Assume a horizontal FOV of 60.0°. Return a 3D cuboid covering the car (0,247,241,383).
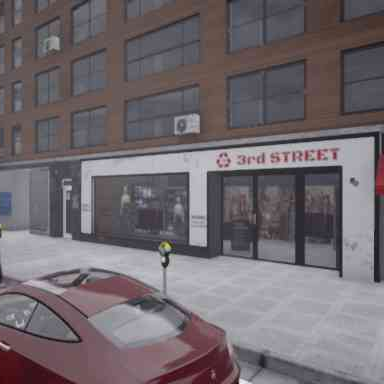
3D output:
[{"bbox_3d":[-1.482,1.580,3.865,4.206,1.307,1.802,0,0,35],"label":"car"}]
